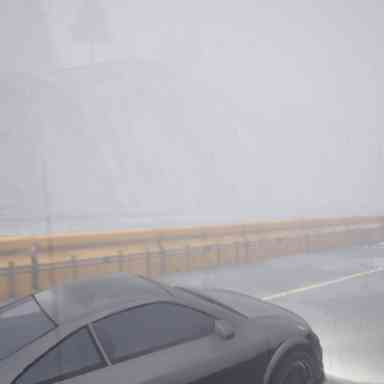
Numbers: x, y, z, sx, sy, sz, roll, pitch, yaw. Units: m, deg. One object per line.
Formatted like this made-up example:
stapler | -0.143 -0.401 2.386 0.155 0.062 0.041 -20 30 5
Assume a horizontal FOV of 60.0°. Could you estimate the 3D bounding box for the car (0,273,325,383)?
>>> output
car | -0.555 1.577 3.352 4.181 1.385 1.994 1 0 -36
